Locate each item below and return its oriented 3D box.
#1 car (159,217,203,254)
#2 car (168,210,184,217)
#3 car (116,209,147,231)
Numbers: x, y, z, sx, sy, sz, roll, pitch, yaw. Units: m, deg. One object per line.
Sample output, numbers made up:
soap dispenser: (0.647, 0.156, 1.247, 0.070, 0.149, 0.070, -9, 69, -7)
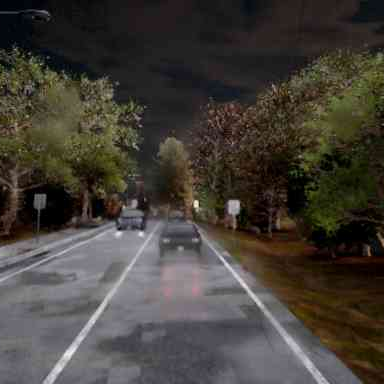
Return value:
car: (-0.593, 2.144, 16.234, 1.895, 1.301, 4.718, 0, -2, -3)
car: (-1.943, 2.908, 40.665, 2.033, 1.411, 5.357, 0, -3, -3)
car: (-4.925, 2.230, 27.683, 2.097, 1.767, 4.553, 0, -2, -3)
